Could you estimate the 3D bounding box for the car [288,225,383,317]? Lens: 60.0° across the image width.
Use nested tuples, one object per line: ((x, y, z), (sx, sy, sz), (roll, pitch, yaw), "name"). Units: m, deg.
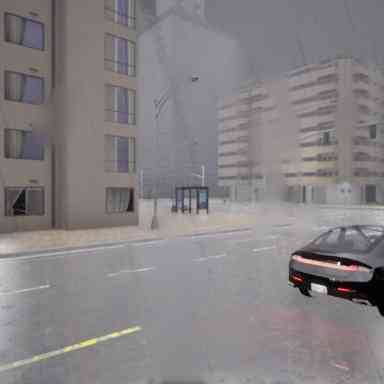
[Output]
((4.129, 1.490, 7.394), (4.902, 1.511, 2.128), (0, 0, -39), "car")
